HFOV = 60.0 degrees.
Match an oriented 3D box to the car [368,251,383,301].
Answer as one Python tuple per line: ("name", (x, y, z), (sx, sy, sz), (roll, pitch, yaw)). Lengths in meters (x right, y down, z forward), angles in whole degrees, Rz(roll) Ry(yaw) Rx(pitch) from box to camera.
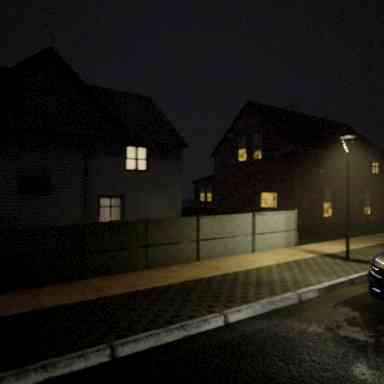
("car", (5.728, 1.450, 7.147), (5.008, 1.535, 1.882), (0, 0, -35))
